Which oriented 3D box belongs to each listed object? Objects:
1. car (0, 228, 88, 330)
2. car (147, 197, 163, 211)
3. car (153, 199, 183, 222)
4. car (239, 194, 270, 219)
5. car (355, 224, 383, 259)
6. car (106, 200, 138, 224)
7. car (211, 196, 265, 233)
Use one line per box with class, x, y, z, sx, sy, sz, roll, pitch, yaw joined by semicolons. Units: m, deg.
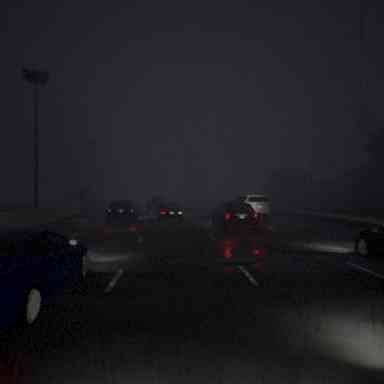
car;-3.637;1.483;6.934;1.882;1.535;5.008;0;0;-2
car;-4.491;1.361;41.828;2.097;1.767;4.553;0;0;-12
car;-1.794;1.552;26.370;2.033;1.411;5.357;0;0;-7
car;4.934;1.216;28.798;2.150;2.045;5.566;0;0;-8
car;6.737;1.496;9.796;1.837;1.490;4.892;0;0;-3
car;-5.189;1.361;25.170;2.097;1.767;4.553;0;0;-7
car;2.460;1.350;19.825;2.097;1.767;4.553;0;0;-5
